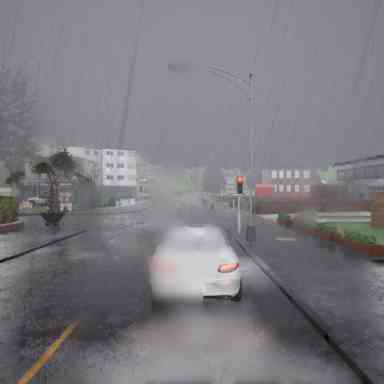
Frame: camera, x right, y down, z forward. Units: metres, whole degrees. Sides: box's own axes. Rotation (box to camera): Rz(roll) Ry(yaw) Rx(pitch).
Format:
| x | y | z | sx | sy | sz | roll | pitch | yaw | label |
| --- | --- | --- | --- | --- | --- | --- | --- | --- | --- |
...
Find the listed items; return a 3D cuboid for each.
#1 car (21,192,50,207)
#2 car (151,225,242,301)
| x | y | z | sx | sy | sz | roll | pitch | yaw | label |
| --- | --- | --- | --- | --- | --- | --- | --- | --- | --- |
| -19.838 | 0.986 | 42.815 | 1.905 | 1.878 | 3.866 | 0 | 0 | 35 | car |
| 0.082 | 1.526 | 8.170 | 1.812 | 1.442 | 4.674 | 0 | 0 | 0 | car |
